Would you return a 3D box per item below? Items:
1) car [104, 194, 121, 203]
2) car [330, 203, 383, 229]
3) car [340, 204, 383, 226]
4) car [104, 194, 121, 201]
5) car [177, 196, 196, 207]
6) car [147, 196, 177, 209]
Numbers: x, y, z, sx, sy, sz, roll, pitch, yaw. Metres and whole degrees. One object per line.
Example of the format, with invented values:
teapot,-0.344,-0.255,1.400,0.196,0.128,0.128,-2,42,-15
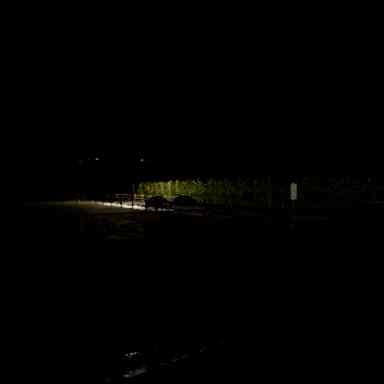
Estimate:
car,-13.837,1.173,57.156,1.812,1.442,4.674,0,0,-32
car,10.456,1.445,19.229,1.837,1.490,4.892,0,0,-32
car,12.738,1.542,22.548,1.895,1.301,4.718,0,0,-32
car,-16.249,1.137,67.950,1.895,1.301,4.718,0,0,-31
car,-1.348,1.233,44.232,1.882,1.535,5.008,0,1,-33
car,-4.174,1.253,41.815,1.837,1.490,4.892,0,0,-33
